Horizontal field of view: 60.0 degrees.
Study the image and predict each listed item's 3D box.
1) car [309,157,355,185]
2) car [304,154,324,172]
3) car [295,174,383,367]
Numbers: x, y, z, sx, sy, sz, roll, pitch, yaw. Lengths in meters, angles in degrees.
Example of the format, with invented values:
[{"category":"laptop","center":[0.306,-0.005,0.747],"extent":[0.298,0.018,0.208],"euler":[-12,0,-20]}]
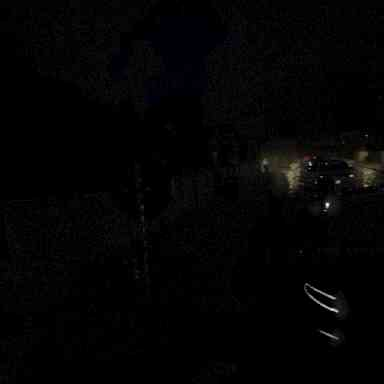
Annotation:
[{"category":"car","center":[8.165,-1.044,19.251],"extent":[2.128,1.511,4.902],"euler":[-2,6,18]},{"category":"car","center":[13.300,-3.087,35.221],"extent":[2.097,1.767,4.553],"euler":[-2,5,19]},{"category":"car","center":[2.891,0.719,4.992],"extent":[1.882,1.535,5.008],"euler":[-1,6,27]}]
